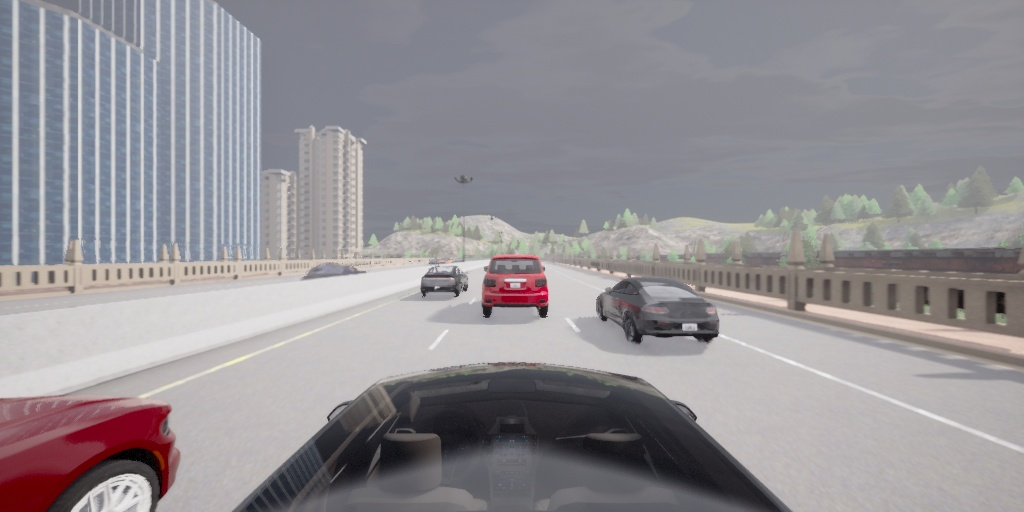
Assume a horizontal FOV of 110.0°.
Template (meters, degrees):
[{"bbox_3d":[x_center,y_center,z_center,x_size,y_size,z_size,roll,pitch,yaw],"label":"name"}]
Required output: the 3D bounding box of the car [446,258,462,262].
[{"bbox_3d":[-9.596,1.316,62.465,1.994,1.385,4.181,0,0,2],"label":"car"}]

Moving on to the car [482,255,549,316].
[{"bbox_3d":[0.102,0.972,13.404,2.150,2.045,5.566,0,0,0],"label":"car"}]

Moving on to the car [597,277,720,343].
[{"bbox_3d":[3.602,1.276,9.558,1.812,1.442,4.674,0,0,0],"label":"car"}]

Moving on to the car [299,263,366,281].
[{"bbox_3d":[-10.585,1.299,21.680,2.033,1.411,5.357,0,0,0],"label":"car"}]

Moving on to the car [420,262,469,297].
[{"bbox_3d":[-3.395,1.242,18.678,2.128,1.511,4.902,0,0,0],"label":"car"}]

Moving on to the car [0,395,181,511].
[{"bbox_3d":[-3.400,1.228,0.575,1.882,1.535,5.008,0,0,0],"label":"car"}]
